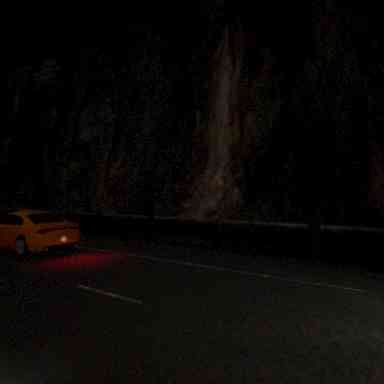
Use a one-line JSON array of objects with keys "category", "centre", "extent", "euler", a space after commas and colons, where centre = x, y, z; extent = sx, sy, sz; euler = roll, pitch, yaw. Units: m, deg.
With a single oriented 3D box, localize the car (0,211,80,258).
[{"category": "car", "centre": [-6.430, 1.462, 12.888], "extent": [5.008, 1.535, 1.882], "euler": [0, 0, 36]}]
